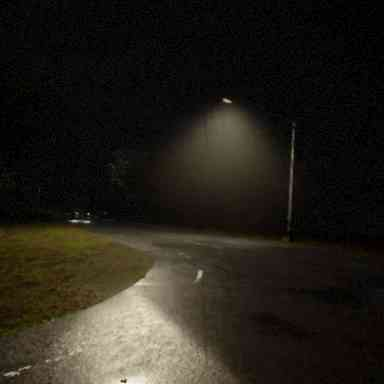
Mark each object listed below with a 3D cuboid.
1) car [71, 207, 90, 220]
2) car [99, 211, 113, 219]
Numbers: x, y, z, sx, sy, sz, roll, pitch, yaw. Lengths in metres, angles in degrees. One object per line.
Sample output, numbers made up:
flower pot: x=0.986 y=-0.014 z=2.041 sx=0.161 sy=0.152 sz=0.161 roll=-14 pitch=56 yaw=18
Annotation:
car: x=-15.913 y=3.050 z=47.463 sx=2.097 sy=1.767 sz=4.553 roll=6 pitch=-5 yaw=-27
car: x=-16.279 y=4.332 z=63.109 sx=2.128 sy=1.511 sz=4.902 roll=6 pitch=-5 yaw=-27
